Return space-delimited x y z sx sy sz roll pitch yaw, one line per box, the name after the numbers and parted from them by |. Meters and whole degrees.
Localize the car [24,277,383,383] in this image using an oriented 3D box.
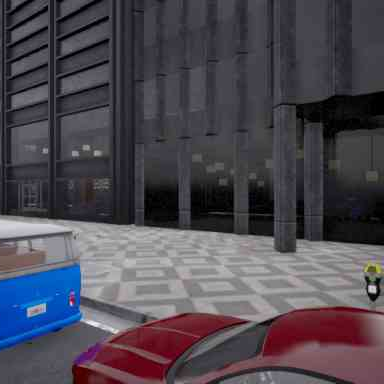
0.985 1.545 2.262 4.507 1.381 1.887 0 0 36 | car

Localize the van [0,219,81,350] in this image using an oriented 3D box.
-3.580 1.341 5.521 3.998 1.788 1.690 0 0 36 | van
